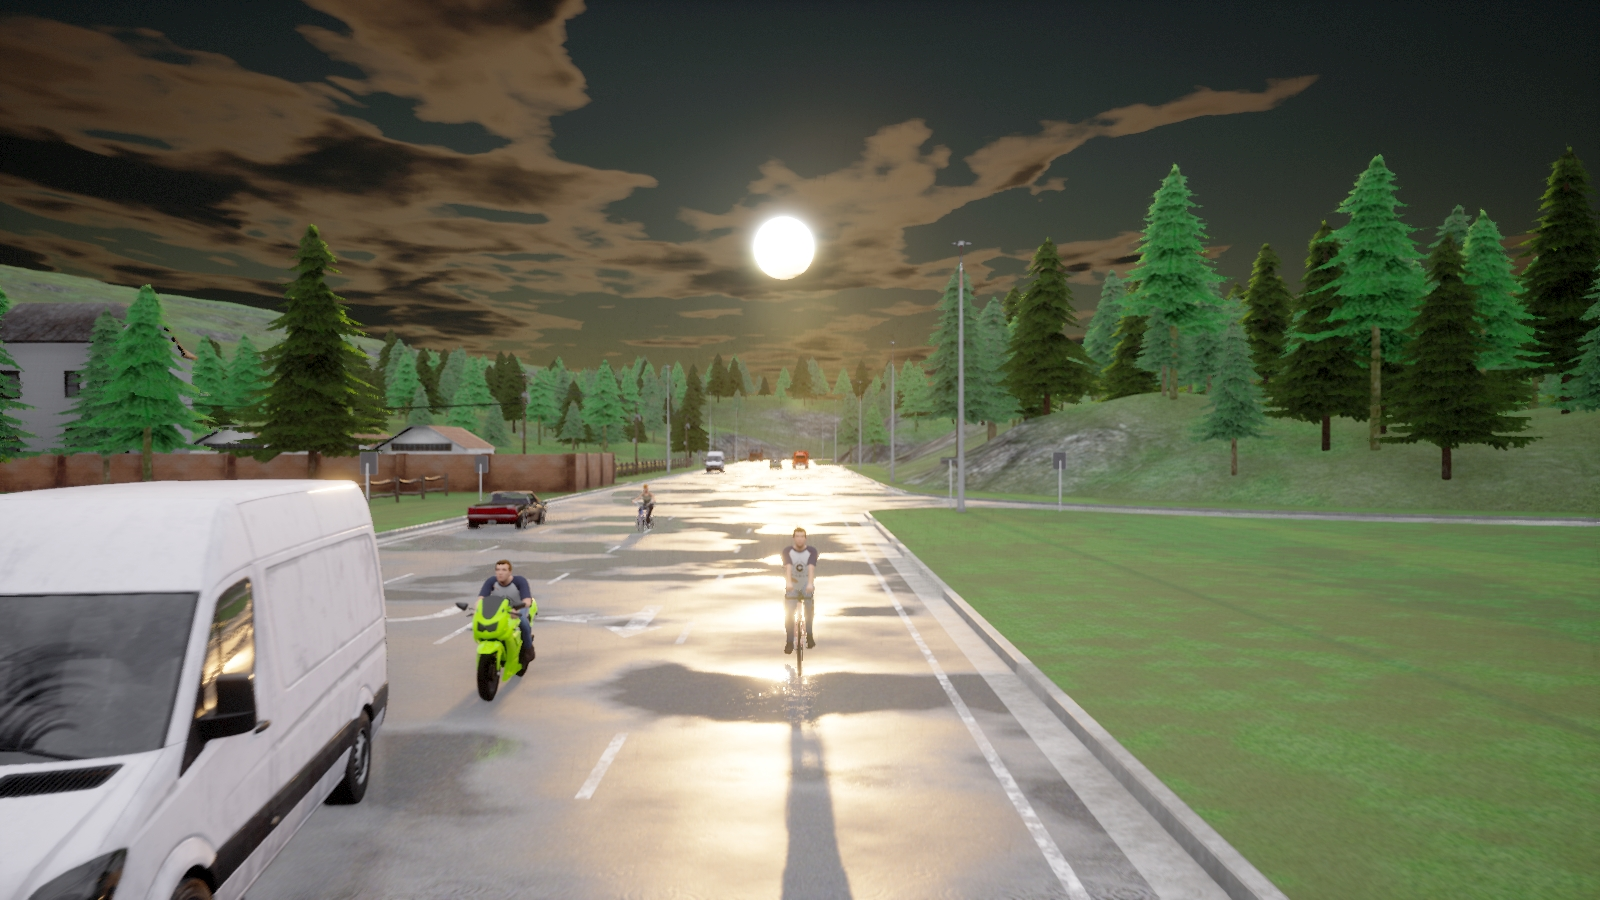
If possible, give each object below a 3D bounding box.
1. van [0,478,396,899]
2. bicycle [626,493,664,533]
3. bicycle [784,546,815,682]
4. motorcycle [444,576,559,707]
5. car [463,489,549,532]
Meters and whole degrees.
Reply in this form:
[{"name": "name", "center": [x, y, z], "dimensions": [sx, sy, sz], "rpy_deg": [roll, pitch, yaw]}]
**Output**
[{"name": "van", "center": [-4.207, 1.532, 7.288], "dimensions": [1.988, 2.561, 5.915], "rpy_deg": [0, 0, -9]}, {"name": "bicycle", "center": [-5.307, 2.145, 39.190], "dimensions": [0.859, 1.277, 1.487], "rpy_deg": [0, 0, 12]}, {"name": "bicycle", "center": [-0.001, 2.051, 14.641], "dimensions": [0.373, 1.496, 1.643], "rpy_deg": [0, 0, 0]}, {"name": "motorcycle", "center": [-3.442, 2.181, 13.362], "dimensions": [0.803, 1.199, 2.033], "rpy_deg": [0, 0, 1]}, {"name": "car", "center": [-10.503, 2.142, 41.160], "dimensions": [1.895, 1.301, 4.718], "rpy_deg": [0, 0, 0]}]
